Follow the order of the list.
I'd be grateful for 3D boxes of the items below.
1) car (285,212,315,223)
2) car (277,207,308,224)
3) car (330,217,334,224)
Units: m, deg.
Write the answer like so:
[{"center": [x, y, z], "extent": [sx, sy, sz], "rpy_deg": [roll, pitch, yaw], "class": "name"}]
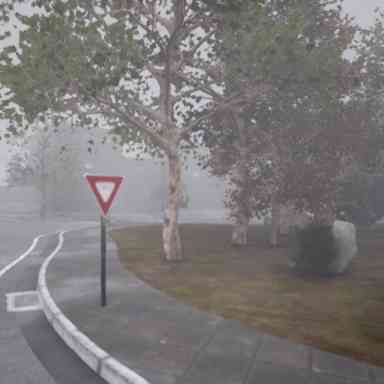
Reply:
[{"center": [15.528, 3.651, 47.761], "extent": [4.674, 1.442, 1.812], "rpy_deg": [4, -2, -39], "class": "car"}, {"center": [12.082, 2.892, 40.746], "extent": [5.566, 2.045, 2.150], "rpy_deg": [6, -3, -39], "class": "car"}, {"center": [20.197, 3.814, 47.505], "extent": [4.892, 1.490, 1.837], "rpy_deg": [3, -2, -39], "class": "car"}]
